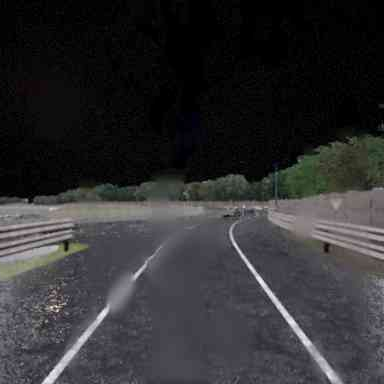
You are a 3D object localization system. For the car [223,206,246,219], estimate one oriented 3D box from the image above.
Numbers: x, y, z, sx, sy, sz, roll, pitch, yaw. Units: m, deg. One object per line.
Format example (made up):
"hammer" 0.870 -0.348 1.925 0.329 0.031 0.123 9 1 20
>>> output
"car" 6.008 3.150 48.990 2.033 1.411 5.357 -1 -2 21

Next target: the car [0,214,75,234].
"car" -10.113 2.077 20.841 2.033 1.411 5.357 -1 -3 38

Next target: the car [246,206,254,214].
"car" 12.538 3.886 74.028 2.097 1.767 4.553 0 -2 7
